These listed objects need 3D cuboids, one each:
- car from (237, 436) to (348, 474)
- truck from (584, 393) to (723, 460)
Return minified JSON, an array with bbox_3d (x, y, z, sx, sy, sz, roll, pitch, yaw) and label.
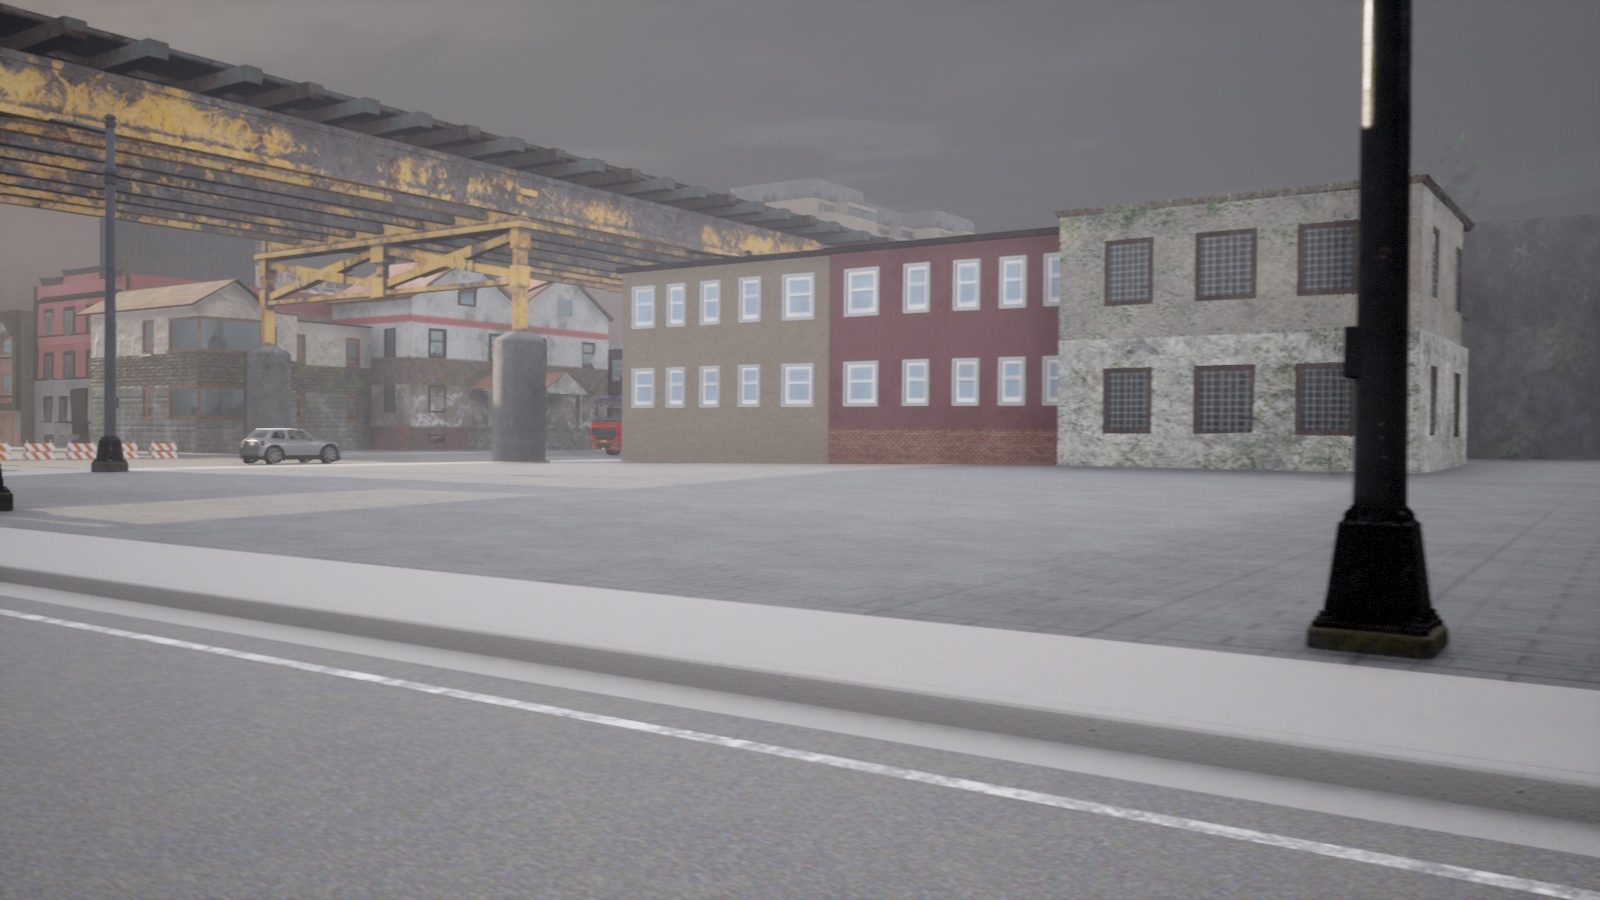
[{"bbox_3d":[-21.030,0.176,52.116,1.970,1.475,3.806,0,1,35],"label":"car"},{"bbox_3d":[-8.745,-1.390,75.862,2.891,3.827,8.468,0,1,42],"label":"truck"}]
